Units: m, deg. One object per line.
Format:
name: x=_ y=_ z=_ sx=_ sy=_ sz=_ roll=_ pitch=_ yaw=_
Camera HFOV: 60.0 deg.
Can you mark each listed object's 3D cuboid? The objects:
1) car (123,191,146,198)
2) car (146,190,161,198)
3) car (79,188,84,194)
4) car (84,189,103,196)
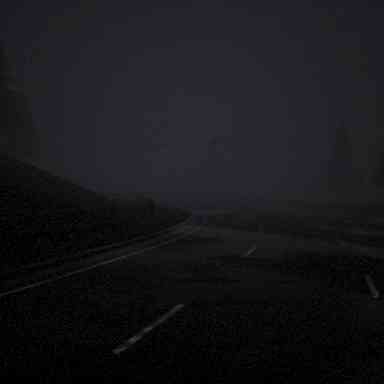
car: x=-12.893 y=0.423 z=72.038 sx=5.008 sy=1.535 sz=1.882 roll=2 pitch=1 yaw=43
car: x=-8.905 y=0.365 z=73.087 sx=4.553 sy=1.767 sz=2.097 roll=2 pitch=1 yaw=43
car: x=-28.106 y=-0.034 z=91.229 sx=4.902 sy=1.511 sz=2.128 roll=2 pitch=1 yaw=43
car: x=-22.089 y=0.278 z=75.913 sx=4.181 sy=1.385 sz=1.994 roll=2 pitch=1 yaw=43
